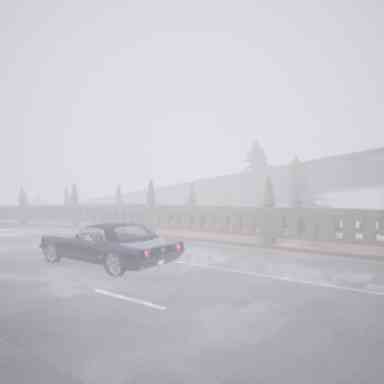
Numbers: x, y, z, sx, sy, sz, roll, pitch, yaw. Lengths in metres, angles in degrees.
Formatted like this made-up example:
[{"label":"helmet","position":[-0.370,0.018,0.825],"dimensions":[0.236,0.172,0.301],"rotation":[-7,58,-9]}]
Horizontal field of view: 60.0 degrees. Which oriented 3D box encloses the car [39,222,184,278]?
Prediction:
[{"label":"car","position":[-2.633,1.587,10.171],"dimensions":[4.718,1.301,1.895],"rotation":[0,0,36]}]
